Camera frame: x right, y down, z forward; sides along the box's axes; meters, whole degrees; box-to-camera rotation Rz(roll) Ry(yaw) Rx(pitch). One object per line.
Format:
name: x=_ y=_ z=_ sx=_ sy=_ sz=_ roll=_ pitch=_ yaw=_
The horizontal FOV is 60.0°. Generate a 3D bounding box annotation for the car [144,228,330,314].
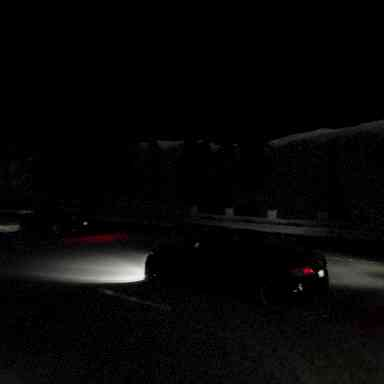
car: x=0.899 y=1.543 z=7.652 sx=4.181 sy=1.385 sz=1.994 roll=0 pitch=0 yaw=36

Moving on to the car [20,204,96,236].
car: x=-7.250 y=1.380 z=17.766 sx=5.008 sy=1.535 sz=1.882 roll=0 pitch=0 yaw=36
